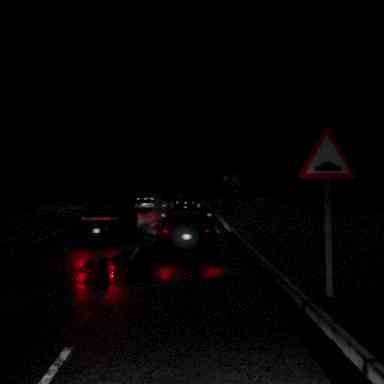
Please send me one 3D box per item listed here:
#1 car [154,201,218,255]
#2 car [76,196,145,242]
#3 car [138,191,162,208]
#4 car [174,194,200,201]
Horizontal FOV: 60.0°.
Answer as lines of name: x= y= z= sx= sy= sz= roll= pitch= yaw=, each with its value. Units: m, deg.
car: x=-0.201 y=1.258 z=12.009 sx=1.994 sy=1.385 sz=4.181 roll=0 pitch=2 yaw=-1
car: x=-3.497 y=1.126 z=14.340 sx=2.128 sy=1.511 sz=4.902 roll=0 pitch=1 yaw=-2
car: x=-3.676 y=0.681 z=28.633 sx=2.128 sy=1.511 sz=4.902 roll=0 pitch=2 yaw=2
car: x=-0.461 y=0.788 z=28.043 sx=1.895 sy=1.301 sz=4.718 roll=0 pitch=2 yaw=1
